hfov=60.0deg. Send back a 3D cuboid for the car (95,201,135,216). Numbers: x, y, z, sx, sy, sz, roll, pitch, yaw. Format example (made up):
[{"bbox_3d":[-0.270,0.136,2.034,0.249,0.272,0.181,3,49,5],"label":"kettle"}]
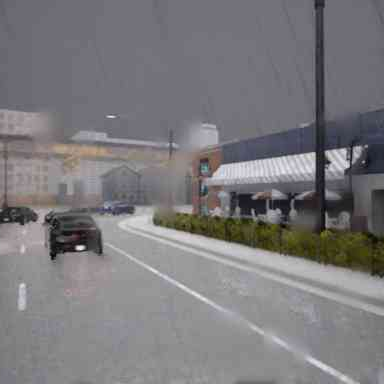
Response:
[{"bbox_3d":[-8.478,1.757,38.103,2.097,1.767,4.553,0,-1,23],"label":"car"}]

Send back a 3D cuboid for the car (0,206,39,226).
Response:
[{"bbox_3d":[-13.445,1.796,25.787,1.812,1.442,4.674,0,0,-8],"label":"car"}]

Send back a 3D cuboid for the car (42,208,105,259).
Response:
[{"bbox_3d":[-4.871,1.651,13.508,1.837,1.490,4.892,0,0,-26],"label":"car"}]

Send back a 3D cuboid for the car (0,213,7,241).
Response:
[{"bbox_3d":[-7.562,1.664,11.047,2.033,1.411,5.357,0,-1,-26],"label":"car"}]

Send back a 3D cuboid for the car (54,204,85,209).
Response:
[{"bbox_3d":[-9.941,1.876,25.987,1.895,1.301,4.718,0,-1,-9],"label":"car"}]

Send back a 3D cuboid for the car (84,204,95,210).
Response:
[{"bbox_3d":[-11.934,2.016,39.062,1.895,1.301,4.718,0,-1,22],"label":"car"}]
